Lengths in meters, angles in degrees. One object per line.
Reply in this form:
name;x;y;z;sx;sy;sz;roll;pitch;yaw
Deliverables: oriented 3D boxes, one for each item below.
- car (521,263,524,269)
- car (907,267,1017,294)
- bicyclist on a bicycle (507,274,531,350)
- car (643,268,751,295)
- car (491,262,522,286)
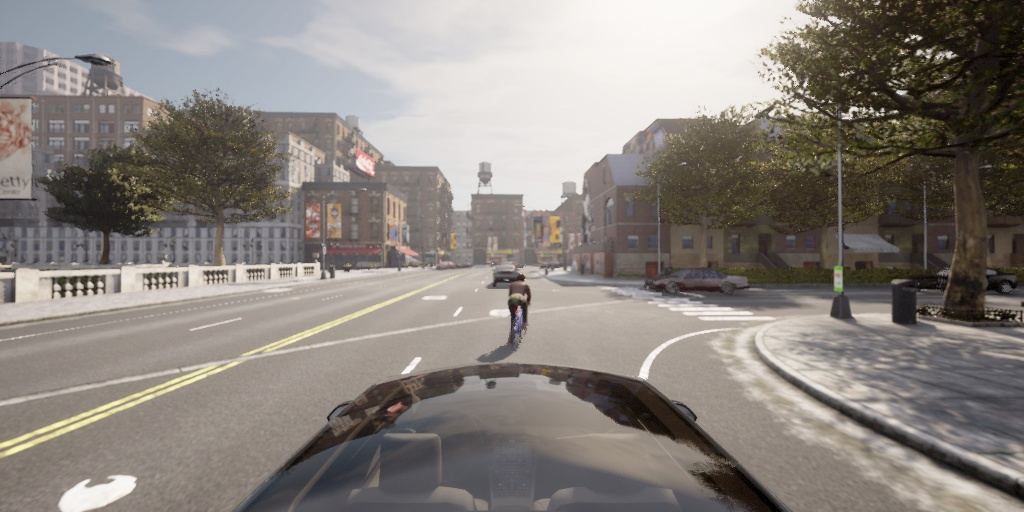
car;0.625;1.682;63.585;1.812;1.442;4.674;0;-1;25
car;25.692;1.340;20.613;5.008;1.535;1.882;0;0;-1
bicyclist on a bicycle;0.171;1.247;8.265;0.582;1.620;1.656;0;-3;13
car;10.379;1.415;20.309;5.357;1.411;2.033;0;0;2
car;-0.484;1.423;27.361;1.837;1.490;4.892;0;0;-1
